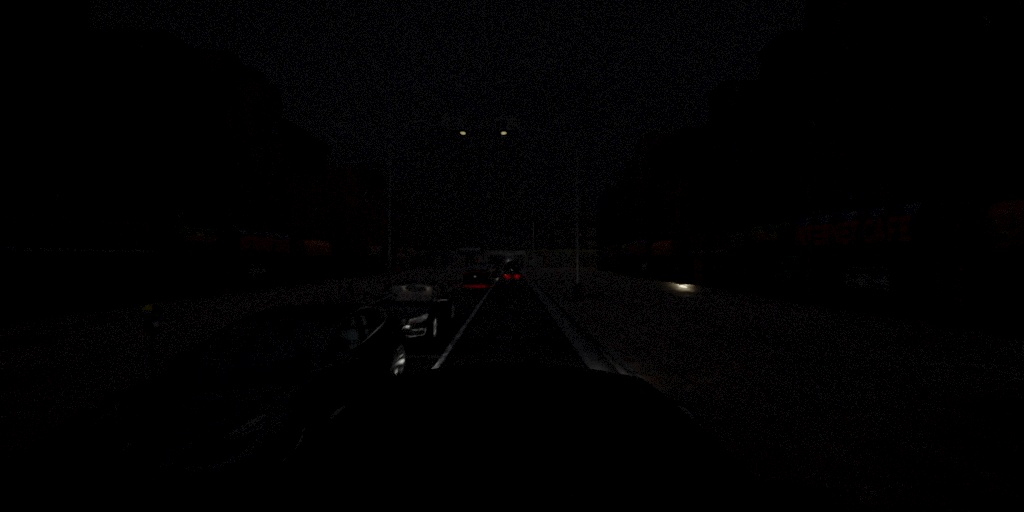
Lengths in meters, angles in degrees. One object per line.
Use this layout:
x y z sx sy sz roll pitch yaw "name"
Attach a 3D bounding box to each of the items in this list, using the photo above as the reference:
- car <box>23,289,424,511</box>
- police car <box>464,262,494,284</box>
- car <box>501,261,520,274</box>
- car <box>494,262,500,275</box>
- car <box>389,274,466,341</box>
-2.638 1.331 4.433 1.948 1.339 4.313 0 0 0 "car"
-2.760 1.331 29.350 1.930 1.638 5.238 0 0 0 "police car"
0.002 1.492 45.725 2.128 1.511 4.902 0 -1 0 "car"
-2.653 1.562 42.597 1.802 1.307 4.207 0 0 0 "car"
-2.640 1.347 9.885 2.007 1.370 4.403 0 0 0 "car"
